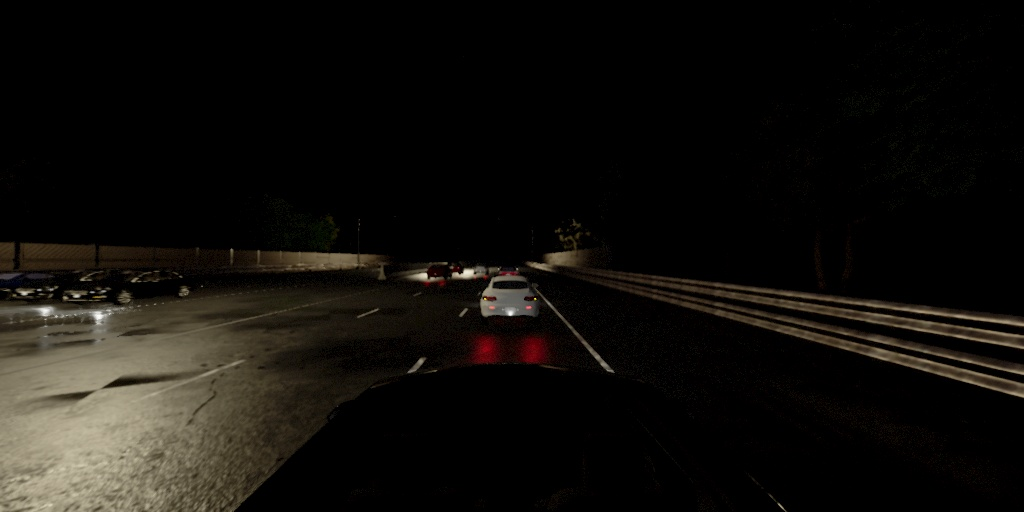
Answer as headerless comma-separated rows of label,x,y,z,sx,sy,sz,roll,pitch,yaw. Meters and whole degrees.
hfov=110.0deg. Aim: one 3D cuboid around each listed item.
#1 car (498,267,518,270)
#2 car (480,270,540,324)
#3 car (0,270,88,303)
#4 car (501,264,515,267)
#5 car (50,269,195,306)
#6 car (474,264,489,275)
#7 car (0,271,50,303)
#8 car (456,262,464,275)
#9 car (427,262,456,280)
car,-0.180,1.553,22.305,1.895,1.301,4.718,0,-1,-1
car,-0.063,1.379,12.384,1.812,1.442,4.674,0,0,0
car,-24.686,1.473,17.941,1.994,1.385,4.181,0,0,-1
car,-0.360,1.624,33.170,1.994,1.385,4.181,0,-1,-1
car,-17.659,1.405,16.930,1.837,1.490,4.892,0,-1,-1
car,-4.026,1.728,47.517,1.812,1.442,4.674,0,-1,-1
car,-21.179,1.415,17.962,1.837,1.490,4.892,0,-1,-1
car,-7.513,1.549,46.912,2.097,1.767,4.553,0,-1,-1
car,-7.320,1.571,36.543,1.882,1.535,5.008,0,-1,-1
